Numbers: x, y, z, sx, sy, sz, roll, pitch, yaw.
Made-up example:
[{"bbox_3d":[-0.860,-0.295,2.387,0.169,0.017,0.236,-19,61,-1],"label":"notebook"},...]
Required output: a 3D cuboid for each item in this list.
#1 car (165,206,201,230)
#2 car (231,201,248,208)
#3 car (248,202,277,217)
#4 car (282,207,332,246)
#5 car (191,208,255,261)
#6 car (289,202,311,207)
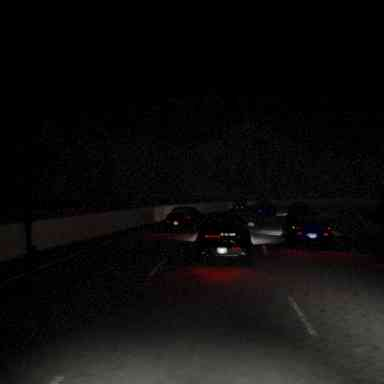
[{"bbox_3d":[-0.412,1.669,21.881,1.812,1.442,4.674,0,0,14],"label":"car"},{"bbox_3d":[6.253,1.833,40.309,2.033,1.411,5.357,0,0,26],"label":"car"},{"bbox_3d":[7.576,1.730,34.687,1.882,1.535,5.008,0,0,23],"label":"car"},{"bbox_3d":[5.409,1.648,15.964,1.812,1.442,4.674,0,0,11],"label":"car"},{"bbox_3d":[1.310,1.594,12.804,1.837,1.490,4.892,0,0,9],"label":"car"},{"bbox_3d":[10.632,1.755,32.929,1.837,1.490,4.892,0,-1,22],"label":"car"}]
